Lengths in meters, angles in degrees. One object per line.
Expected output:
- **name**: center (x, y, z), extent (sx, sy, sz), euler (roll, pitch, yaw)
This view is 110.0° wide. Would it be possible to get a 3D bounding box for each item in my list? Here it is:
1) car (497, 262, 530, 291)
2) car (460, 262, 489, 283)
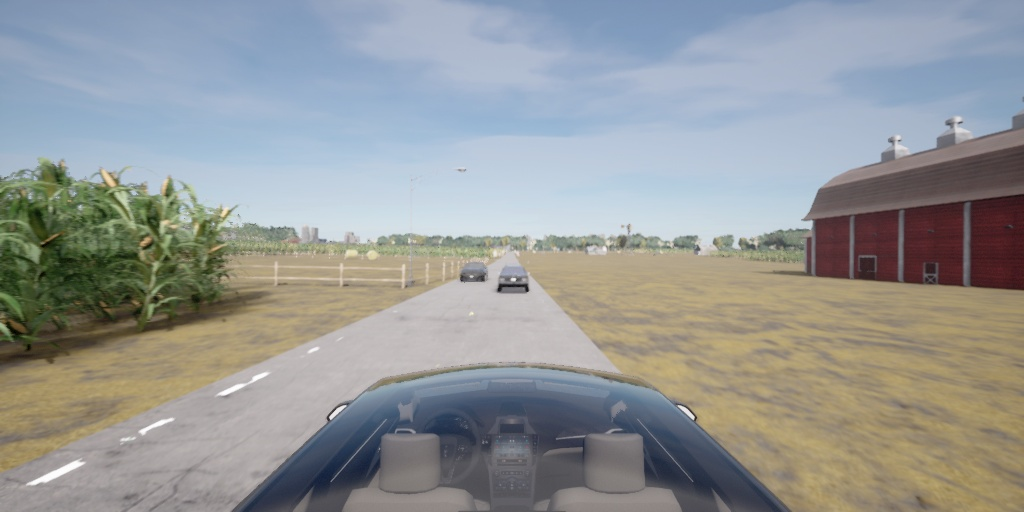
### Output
- **car**: center (0.105, 1.280, 21.483), extent (2.033, 1.411, 5.357), euler (0, 0, 1)
- **car**: center (-2.851, 1.183, 27.775), extent (1.882, 1.535, 5.008), euler (0, 0, 0)
